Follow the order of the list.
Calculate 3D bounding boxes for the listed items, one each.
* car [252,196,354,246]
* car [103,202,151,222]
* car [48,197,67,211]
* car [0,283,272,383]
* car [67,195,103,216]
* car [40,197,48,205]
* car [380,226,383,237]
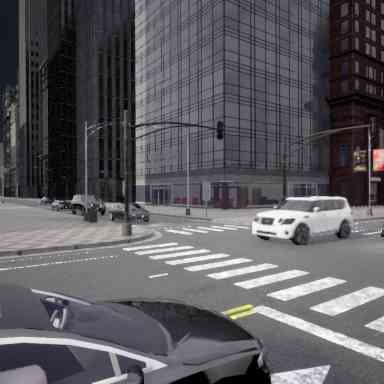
[{"bbox_3d":[5.332,1.225,15.561,5.566,2.045,2.150,0,0,-36],"label":"car"},{"bbox_3d":[-4.977,1.555,26.035,1.837,1.490,4.892,0,0,-35],"label":"car"},{"bbox_3d":[-16.523,1.659,42.338,1.994,1.385,4.181,0,0,-36],"label":"car"},{"bbox_3d":[-1.485,1.491,2.379,4.902,1.511,2.128,0,0,-36],"label":"car"},{"bbox_3d":[-10.724,1.293,34.139,2.150,2.045,5.566,0,0,-36],"label":"car"},{"bbox_3d":[-27.602,1.651,63.486,1.837,1.490,4.892,0,0,-35],"label":"car"},{"bbox_3d":[10.984,1.549,15.631,5.357,1.411,2.033,0,0,-36],"label":"car"}]
